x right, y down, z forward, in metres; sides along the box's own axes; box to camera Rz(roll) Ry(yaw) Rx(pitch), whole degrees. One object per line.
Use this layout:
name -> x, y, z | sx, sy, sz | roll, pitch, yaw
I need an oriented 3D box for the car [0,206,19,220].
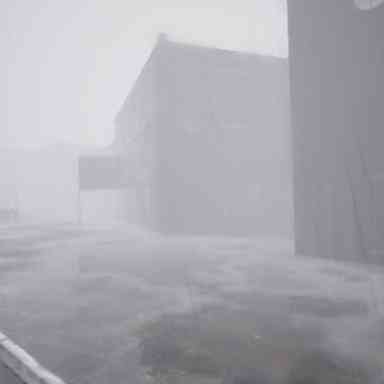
car -> -17.937, 1.783, 29.513 | 2.231, 1.521, 4.892 | -1, -1, 29
